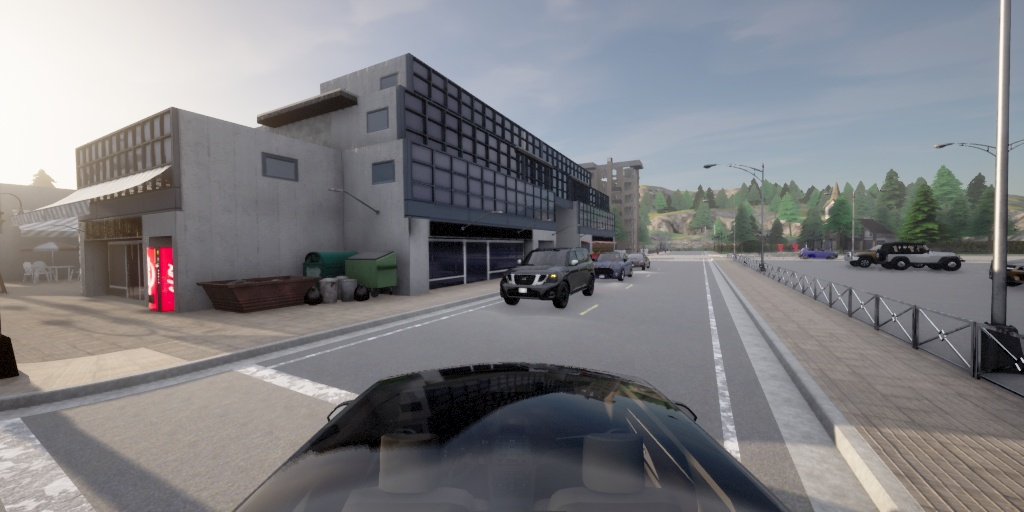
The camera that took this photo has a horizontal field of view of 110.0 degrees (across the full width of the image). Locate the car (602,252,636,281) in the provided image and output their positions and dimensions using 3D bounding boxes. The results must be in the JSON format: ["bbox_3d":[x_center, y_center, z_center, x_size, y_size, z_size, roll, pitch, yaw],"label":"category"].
[{"bbox_3d":[6.231,0.544,22.666,2.097,1.767,4.553,0,2,28],"label":"car"}]

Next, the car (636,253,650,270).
[{"bbox_3d":[11.019,0.438,31.709,1.812,1.442,4.674,0,2,28],"label":"car"}]

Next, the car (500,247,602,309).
[{"bbox_3d":[1.633,0.683,13.971,2.150,2.045,5.566,0,1,28],"label":"car"}]
